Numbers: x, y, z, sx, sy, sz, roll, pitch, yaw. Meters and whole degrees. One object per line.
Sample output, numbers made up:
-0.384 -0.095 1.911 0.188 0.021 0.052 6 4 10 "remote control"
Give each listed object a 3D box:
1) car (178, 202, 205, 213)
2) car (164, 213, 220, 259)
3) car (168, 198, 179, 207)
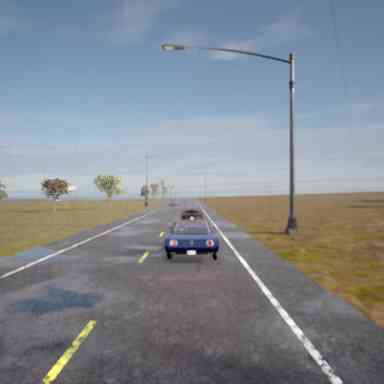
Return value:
0.006 1.813 28.512 1.837 1.490 4.892 0 0 1 "car"
0.011 1.745 13.252 1.895 1.301 4.718 0 -1 0 "car"
-3.549 2.048 65.811 2.097 1.767 4.553 0 -1 0 "car"
